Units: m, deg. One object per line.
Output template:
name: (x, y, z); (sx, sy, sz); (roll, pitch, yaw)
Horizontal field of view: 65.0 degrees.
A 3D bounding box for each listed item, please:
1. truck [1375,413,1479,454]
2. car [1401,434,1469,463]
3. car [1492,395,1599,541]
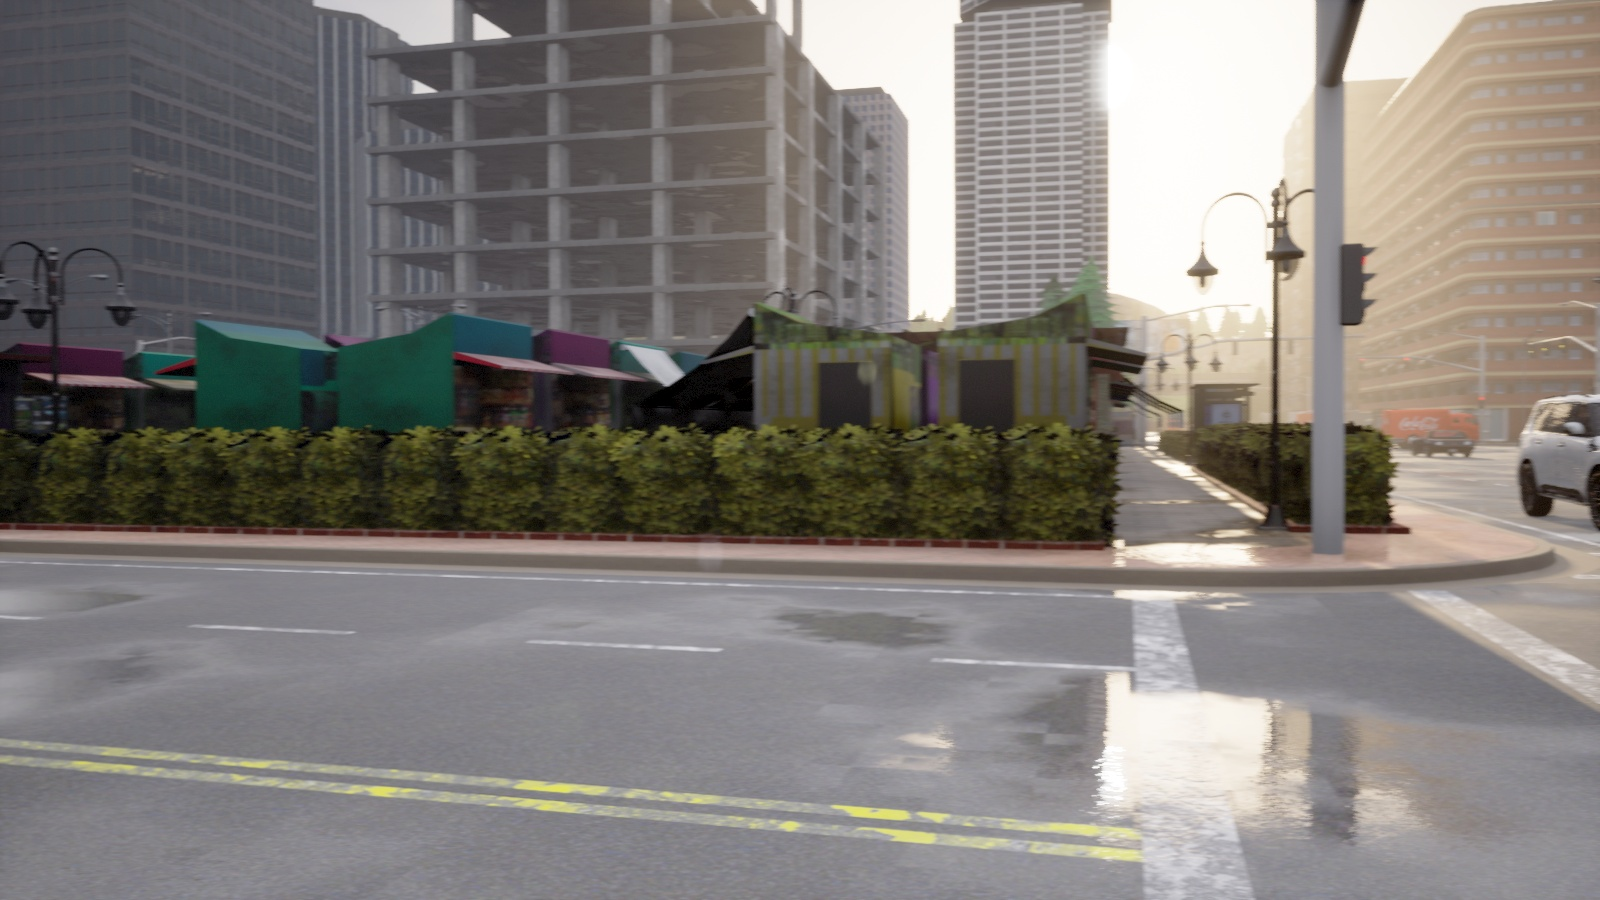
truck: (38.415, -1.003, 77.100); (5.204, 2.467, 2.627); (0, 1, 14)
car: (30.053, -0.094, 59.574); (1.895, 1.301, 4.718); (0, 1, 14)
car: (12.801, 0.217, 19.576); (2.150, 2.045, 5.566); (0, 1, 14)
